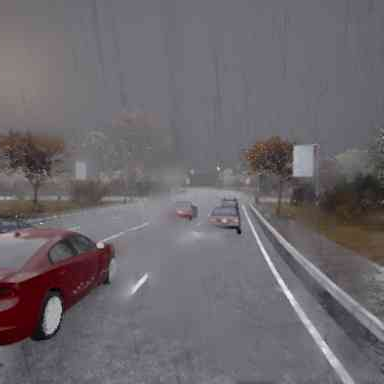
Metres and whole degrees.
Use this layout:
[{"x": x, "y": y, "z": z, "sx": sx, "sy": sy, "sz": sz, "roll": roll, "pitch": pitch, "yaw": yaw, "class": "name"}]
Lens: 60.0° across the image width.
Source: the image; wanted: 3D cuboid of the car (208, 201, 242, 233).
[{"x": 1.977, "y": 1.522, "z": 19.753, "sx": 2.033, "sy": 1.411, "sz": 5.357, "roll": 1, "pitch": 1, "yaw": 7, "class": "car"}]

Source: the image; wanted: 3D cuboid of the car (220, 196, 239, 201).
[{"x": 4.252, "y": 1.214, "z": 37.626, "sx": 2.128, "sy": 1.511, "sz": 4.902, "roll": 1, "pitch": 1, "yaw": 7, "class": "car"}]

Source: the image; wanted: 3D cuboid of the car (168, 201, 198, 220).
[{"x": -0.663, "y": 1.440, "z": 26.713, "sx": 1.994, "sy": 1.385, "sz": 4.181, "roll": 1, "pitch": 1, "yaw": 7, "class": "car"}]

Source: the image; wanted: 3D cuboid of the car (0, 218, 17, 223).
[{"x": -6.372, "y": 1.521, "z": 10.352, "sx": 1.994, "sy": 1.385, "sz": 4.181, "roll": 0, "pitch": 0, "yaw": 6, "class": "car"}]

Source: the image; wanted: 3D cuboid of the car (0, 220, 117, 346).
[{"x": -2.954, "y": 1.465, "z": 6.567, "sx": 1.882, "sy": 1.535, "sz": 5.008, "roll": 0, "pitch": 0, "yaw": 4, "class": "car"}]
